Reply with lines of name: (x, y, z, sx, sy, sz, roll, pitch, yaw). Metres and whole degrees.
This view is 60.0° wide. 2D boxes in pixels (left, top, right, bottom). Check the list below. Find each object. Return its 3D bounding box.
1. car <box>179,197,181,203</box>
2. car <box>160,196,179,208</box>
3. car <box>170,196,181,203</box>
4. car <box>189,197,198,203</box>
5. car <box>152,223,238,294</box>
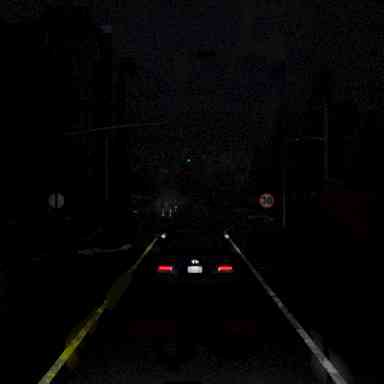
car: (-3.453, 1.601, 58.215, 1.895, 1.301, 4.718, 0, 0, 0)
car: (-3.491, 1.491, 48.279, 2.128, 1.511, 4.902, 0, 0, 0)
car: (-3.352, 1.547, 68.862, 2.033, 1.411, 5.357, 0, 0, 0)
car: (0.251, 1.601, 69.621, 1.895, 1.301, 4.718, 0, 0, 0)
car: (0.079, 1.548, 8.955, 2.033, 1.411, 5.357, 0, 0, 1)
